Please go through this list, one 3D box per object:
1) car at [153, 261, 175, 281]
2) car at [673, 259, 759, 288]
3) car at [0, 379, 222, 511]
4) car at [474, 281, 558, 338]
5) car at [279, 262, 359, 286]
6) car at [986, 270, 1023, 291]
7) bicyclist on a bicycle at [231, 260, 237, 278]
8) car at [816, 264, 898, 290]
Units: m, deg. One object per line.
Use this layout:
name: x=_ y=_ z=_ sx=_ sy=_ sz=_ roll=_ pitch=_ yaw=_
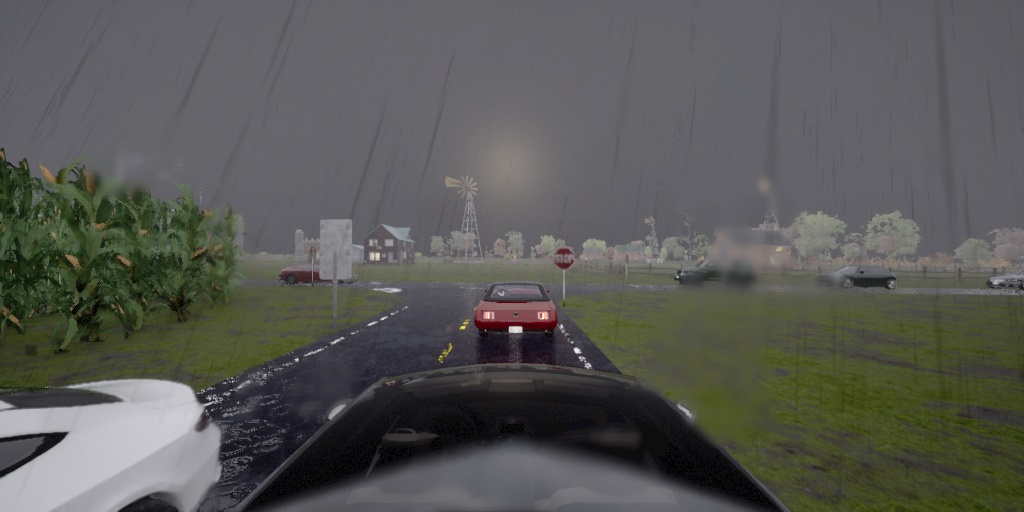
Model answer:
car: x=-24.940 y=0.661 z=22.923 sx=5.566 sy=2.045 sz=2.150 roll=0 pitch=-1 yaw=0
car: x=14.780 y=1.204 z=26.036 sx=5.566 sy=2.045 sz=2.150 roll=1 pitch=-1 yaw=0
car: x=-2.858 y=1.275 z=0.541 sx=1.812 sy=1.442 sz=4.674 roll=0 pitch=0 yaw=0
car: x=0.139 y=1.354 z=10.202 sx=1.895 sy=1.301 sz=4.718 roll=0 pitch=0 yaw=1
car: x=-12.324 y=1.122 z=22.970 sx=4.674 sy=1.442 sz=1.812 roll=1 pitch=-1 yaw=0
car: x=37.720 y=1.758 z=26.109 sx=4.902 sy=1.511 sz=2.128 roll=1 pitch=-1 yaw=0
bicyclist on a bicycle: x=-22.675 y=0.996 z=28.897 sx=0.582 sy=1.620 sz=1.656 roll=1 pitch=0 yaw=0
car: x=24.939 y=1.461 z=26.076 sx=4.553 sy=1.767 sz=2.097 roll=1 pitch=-1 yaw=0
